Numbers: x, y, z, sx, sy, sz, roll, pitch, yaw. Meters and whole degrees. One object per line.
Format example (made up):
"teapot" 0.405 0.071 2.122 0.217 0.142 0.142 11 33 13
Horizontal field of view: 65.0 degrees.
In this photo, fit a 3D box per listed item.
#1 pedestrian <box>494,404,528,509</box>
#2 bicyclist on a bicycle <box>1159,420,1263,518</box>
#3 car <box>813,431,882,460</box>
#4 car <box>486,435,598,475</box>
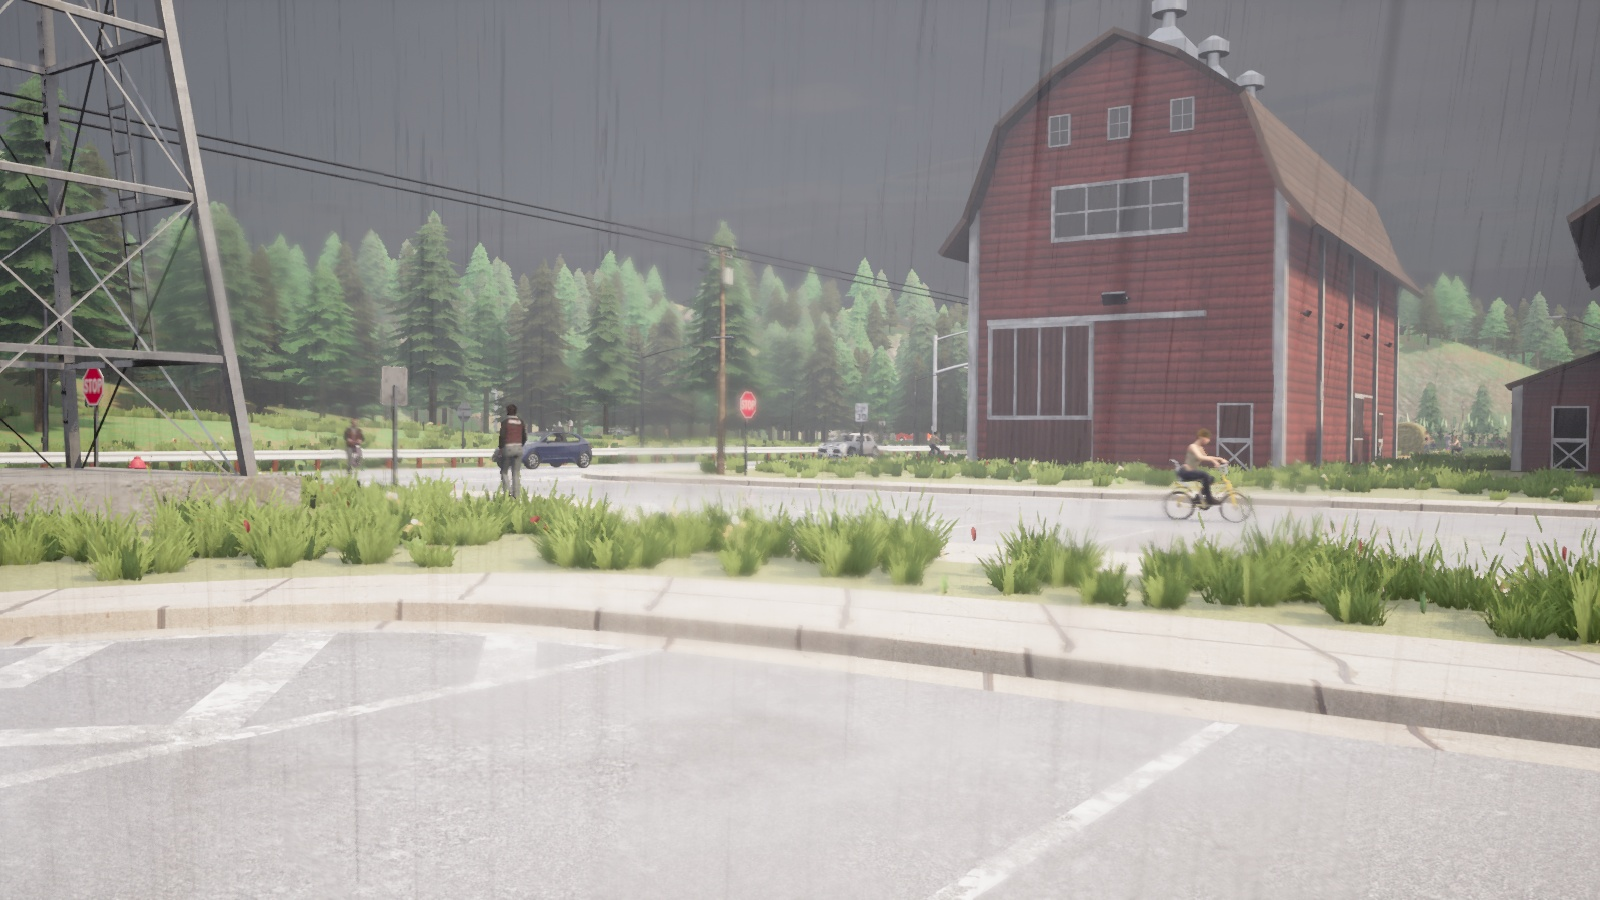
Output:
"pedestrian" -5.402 0.115 23.464 0.402 1.930 0.666 -1 1 -31
"bicyclist on a bicycle" 7.043 0.310 21.536 1.509 1.612 0.866 0 1 33
"car" 2.570 -0.245 67.307 1.970 1.475 3.806 0 1 34
"car" -9.974 0.169 48.829 1.816 1.474 4.193 0 1 34
